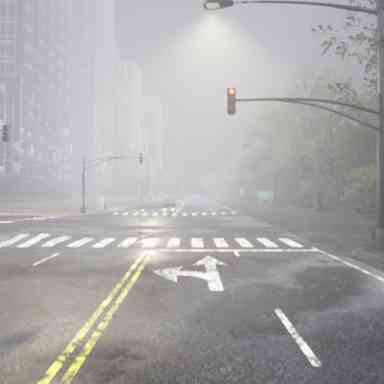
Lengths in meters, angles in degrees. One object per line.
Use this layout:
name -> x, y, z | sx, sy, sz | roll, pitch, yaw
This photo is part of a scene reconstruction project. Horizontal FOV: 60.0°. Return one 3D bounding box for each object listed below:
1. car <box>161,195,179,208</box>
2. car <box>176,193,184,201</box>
car -> -3.243, 1.589, 46.746 | 1.994, 1.385, 4.181 | 0, 1, 0
car -> -3.238, 1.196, 85.190 | 2.150, 2.045, 5.566 | 0, 0, 0
